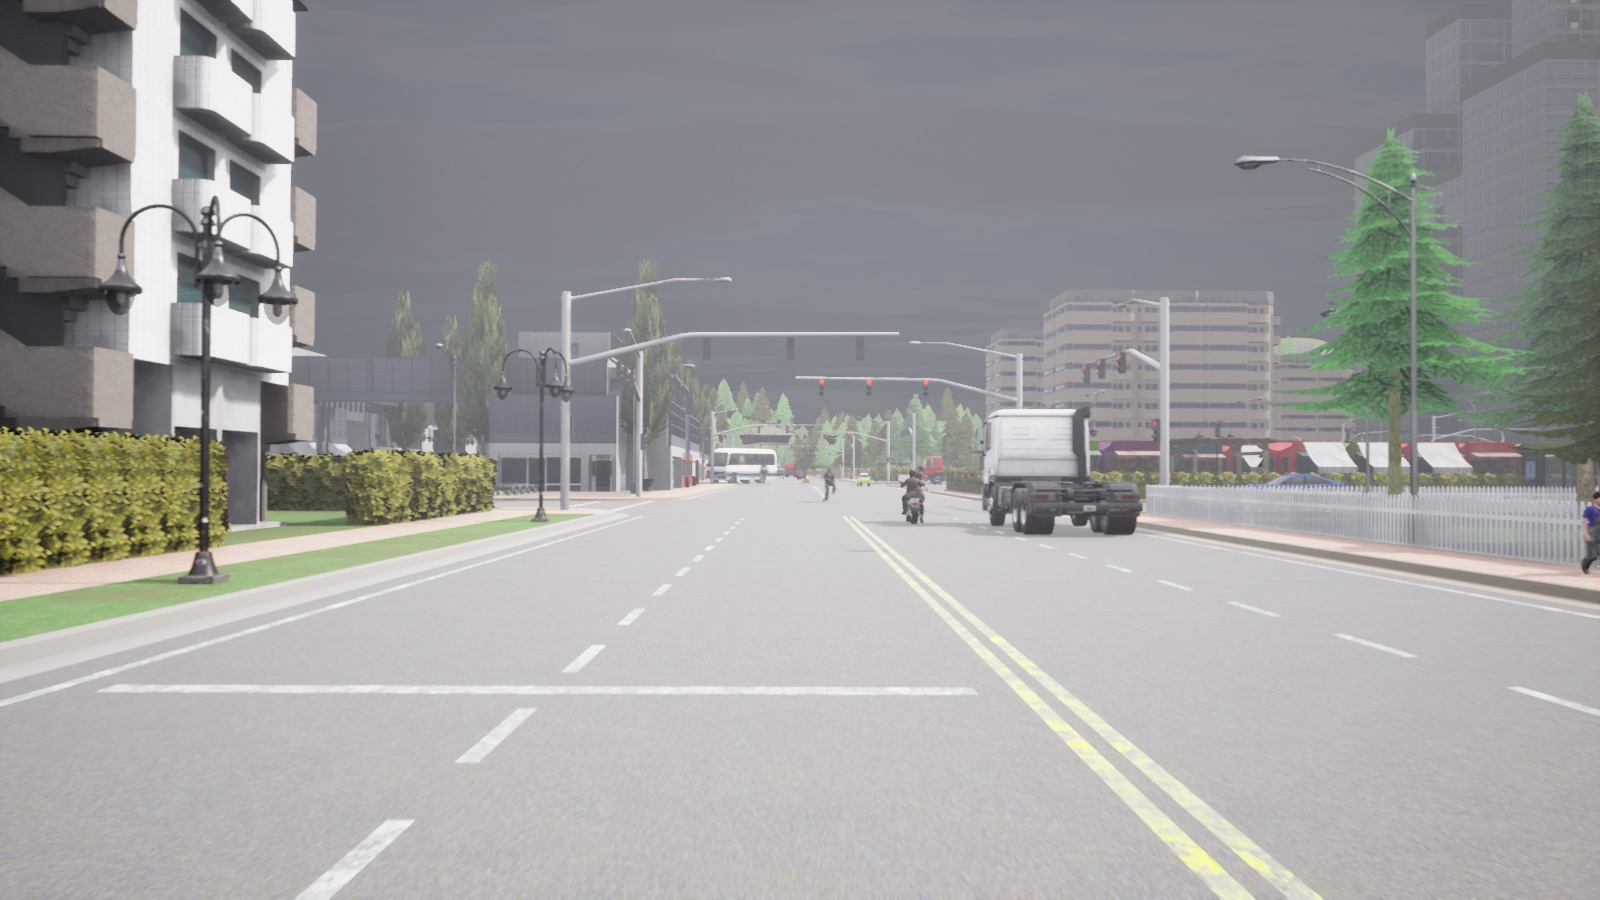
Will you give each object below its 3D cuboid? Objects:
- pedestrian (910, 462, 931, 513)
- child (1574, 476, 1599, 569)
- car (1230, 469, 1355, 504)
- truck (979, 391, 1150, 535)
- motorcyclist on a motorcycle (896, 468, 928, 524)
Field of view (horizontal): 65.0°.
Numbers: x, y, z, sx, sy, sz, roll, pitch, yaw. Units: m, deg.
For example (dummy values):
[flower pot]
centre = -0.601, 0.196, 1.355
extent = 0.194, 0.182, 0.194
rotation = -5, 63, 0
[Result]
[pedestrian]
centre = 4.396, 1.361, 45.767
extent = 0.720, 1.854, 0.376
rotation = 0, -1, -1
[child]
centre = 11.021, 1.001, 17.428
extent = 0.270, 1.263, 0.437
rotation = 0, -1, 0
[car]
centre = 22.689, 1.671, 57.957
extent = 5.008, 1.535, 1.882
rotation = 0, -1, -2
[truck]
centre = 6.923, 0.376, 34.161
extent = 2.891, 3.462, 7.936
rotation = 0, -1, 0
[motorcyclist on a motorcycle]
centre = 3.407, 1.392, 38.297
extent = 0.766, 1.649, 2.350
rotation = 0, -1, 0
